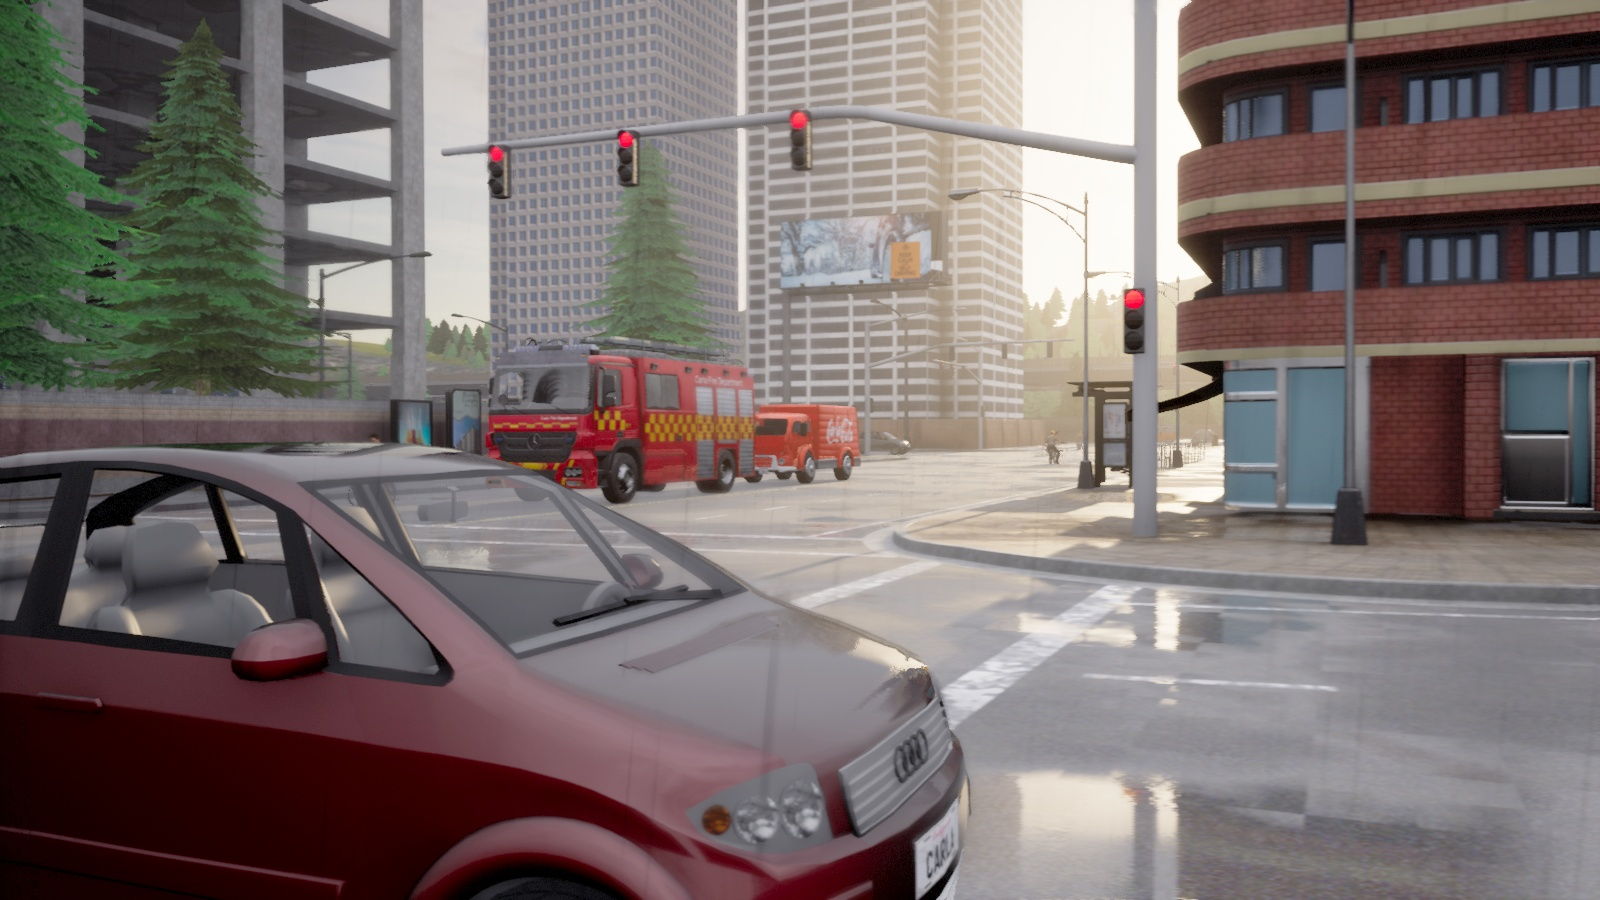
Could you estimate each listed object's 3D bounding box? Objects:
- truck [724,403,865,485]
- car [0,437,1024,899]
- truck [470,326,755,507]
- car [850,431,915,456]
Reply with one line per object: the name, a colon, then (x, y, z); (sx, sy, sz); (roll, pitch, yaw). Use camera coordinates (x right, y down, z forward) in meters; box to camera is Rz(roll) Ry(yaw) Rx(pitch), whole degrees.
truck: (-0.070, -0.221, 40.603); (2.627, 2.467, 5.204); (1, 1, 24)
car: (-1.371, 0.746, 3.674); (3.705, 1.549, 1.789); (0, 1, 21)
truck: (-4.266, -0.771, 31.077); (2.891, 3.827, 8.468); (1, 1, 24)
car: (5.550, -0.475, 84.214); (3.988, 1.617, 1.851); (1, 1, 23)
